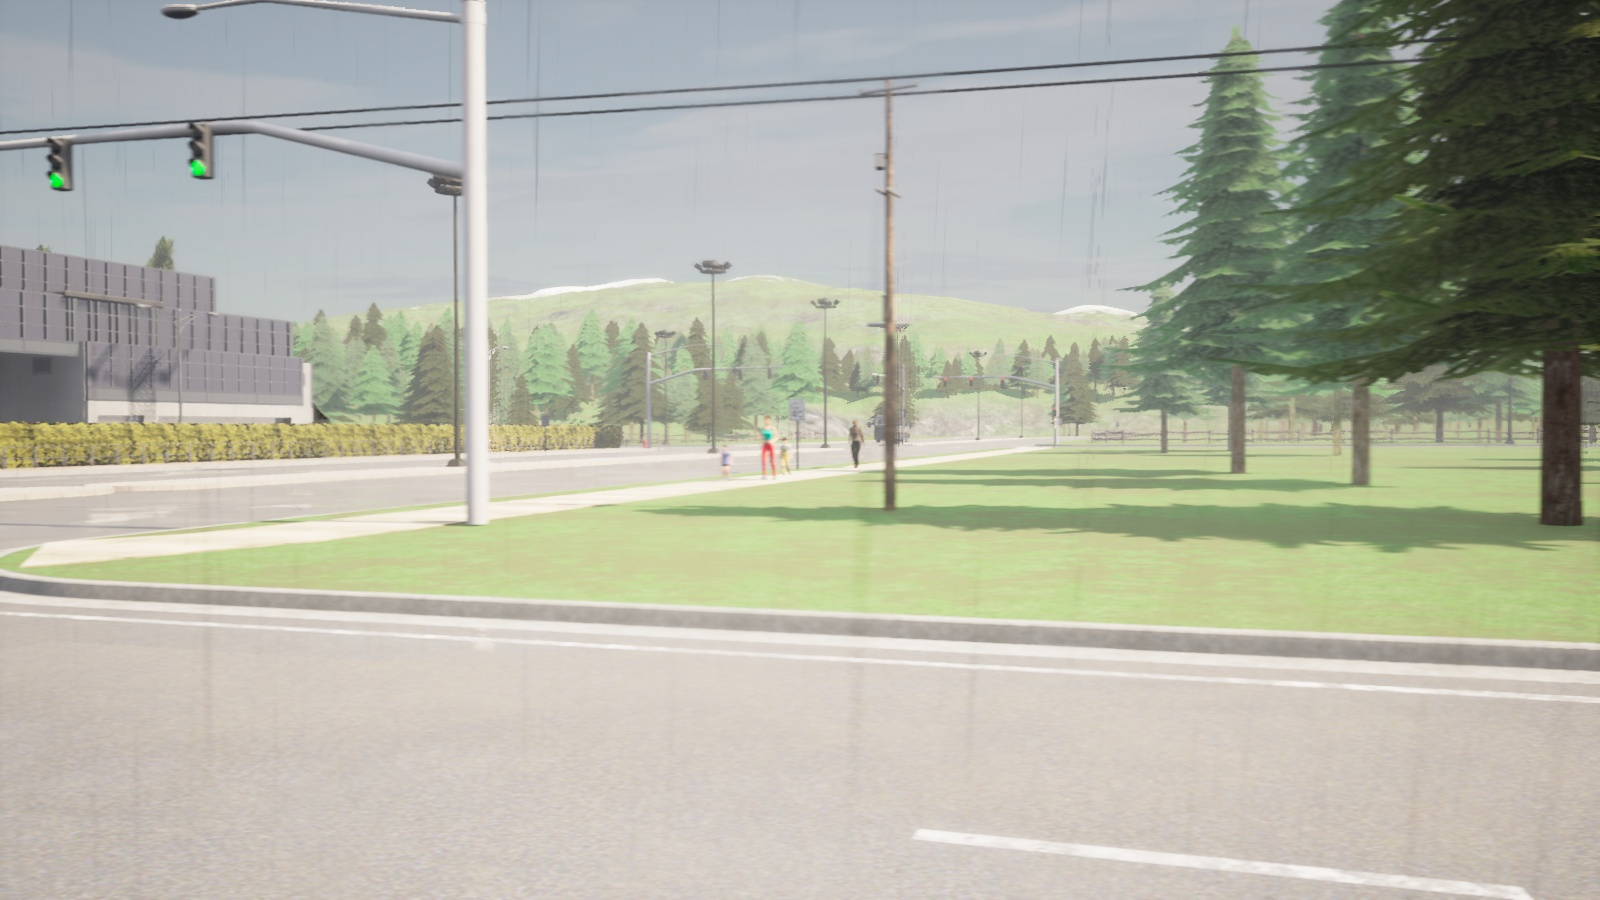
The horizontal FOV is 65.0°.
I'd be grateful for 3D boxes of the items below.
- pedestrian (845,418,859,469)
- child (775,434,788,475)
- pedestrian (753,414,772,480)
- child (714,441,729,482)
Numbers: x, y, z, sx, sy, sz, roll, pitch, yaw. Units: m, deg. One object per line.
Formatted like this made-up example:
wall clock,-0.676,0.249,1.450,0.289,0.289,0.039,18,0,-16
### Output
pedestrian,1.899,-0.240,45.929,0.331,1.846,0.634,0,1,18
child,-0.569,0.136,39.264,0.270,1.263,0.437,0,1,18
pedestrian,-1.041,-0.081,35.142,0.345,1.836,0.594,0,1,18
child,-2.141,0.309,34.300,0.255,1.110,0.394,1,1,21
